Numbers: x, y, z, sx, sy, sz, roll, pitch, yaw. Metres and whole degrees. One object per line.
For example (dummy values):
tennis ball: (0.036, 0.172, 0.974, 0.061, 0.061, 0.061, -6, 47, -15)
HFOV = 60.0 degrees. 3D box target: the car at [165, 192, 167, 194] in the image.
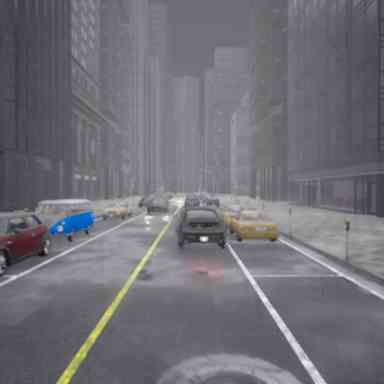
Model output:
car: (-5.868, 0.984, 54.584, 2.192, 1.841, 5.009, 0, 0, 0)

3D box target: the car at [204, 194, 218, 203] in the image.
car: (2.679, 1.283, 43.388, 2.008, 1.369, 4.403, 0, 0, 0)

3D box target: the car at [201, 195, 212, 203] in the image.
car: (2.646, 1.220, 60.215, 1.802, 1.307, 4.206, 0, 0, 0)

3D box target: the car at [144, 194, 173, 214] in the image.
car: (-3.157, 1.273, 32.136, 1.882, 1.535, 5.008, 0, 0, 0)

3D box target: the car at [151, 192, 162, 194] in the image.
car: (-5.857, 1.141, 48.975, 1.967, 1.590, 4.097, 0, 0, 0)

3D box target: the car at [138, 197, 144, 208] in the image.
car: (-5.846, 1.298, 43.366, 1.947, 1.339, 4.313, 0, 0, 0)

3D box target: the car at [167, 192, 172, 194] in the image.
car: (-5.901, 1.130, 71.413, 2.008, 1.369, 4.403, 0, 0, 0)

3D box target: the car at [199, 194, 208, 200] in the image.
car: (2.613, 1.096, 77.041, 1.887, 1.381, 4.507, 0, 0, 0)

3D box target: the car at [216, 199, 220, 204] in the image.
car: (2.722, 1.386, 21.123, 1.752, 1.417, 4.829, 0, 0, 0)

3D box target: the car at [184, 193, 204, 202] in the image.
car: (0.021, 1.236, 41.131, 2.128, 1.511, 4.902, 0, 0, 0)

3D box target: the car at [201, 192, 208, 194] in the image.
car: (2.657, 1.109, 54.606, 1.967, 1.590, 4.097, 0, 0, 0)

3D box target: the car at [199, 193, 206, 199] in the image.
car: (2.602, 1.050, 82.821, 1.752, 1.417, 4.829, 0, 0, 0)

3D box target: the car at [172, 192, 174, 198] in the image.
car: (-5.923, 0.840, 82.630, 2.192, 1.841, 5.009, 0, 0, 0)

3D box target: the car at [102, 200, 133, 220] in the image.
car: (-5.813, 1.354, 26.368, 1.752, 1.417, 4.829, 0, 0, 0)

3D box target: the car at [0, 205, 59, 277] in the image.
car: (-5.781, 1.374, 9.710, 1.967, 1.590, 4.097, 0, 0, 0)

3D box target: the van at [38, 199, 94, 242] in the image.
van: (-5.792, 1.238, 15.318, 1.690, 1.788, 3.998, 0, 0, 0)

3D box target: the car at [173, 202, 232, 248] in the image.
car: (0.276, 1.409, 14.330, 1.837, 1.490, 4.892, 0, 1, -4)

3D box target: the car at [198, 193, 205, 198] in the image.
car: (2.580, 1.058, 93.868, 1.802, 1.307, 4.206, 0, 0, 0)

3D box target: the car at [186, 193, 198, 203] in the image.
car: (-0.013, 1.000, 58.468, 2.097, 1.767, 4.553, 0, 0, 0)

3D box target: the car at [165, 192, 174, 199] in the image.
car: (-5.934, 0.815, 88.239, 2.192, 1.841, 5.009, 0, 0, 0)

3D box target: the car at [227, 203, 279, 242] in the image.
car: (2.733, 1.422, 15.514, 1.752, 1.417, 4.829, 0, 0, 0)

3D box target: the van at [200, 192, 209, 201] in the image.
van: (2.624, 0.920, 71.432, 1.690, 1.788, 3.998, 0, 0, 0)
